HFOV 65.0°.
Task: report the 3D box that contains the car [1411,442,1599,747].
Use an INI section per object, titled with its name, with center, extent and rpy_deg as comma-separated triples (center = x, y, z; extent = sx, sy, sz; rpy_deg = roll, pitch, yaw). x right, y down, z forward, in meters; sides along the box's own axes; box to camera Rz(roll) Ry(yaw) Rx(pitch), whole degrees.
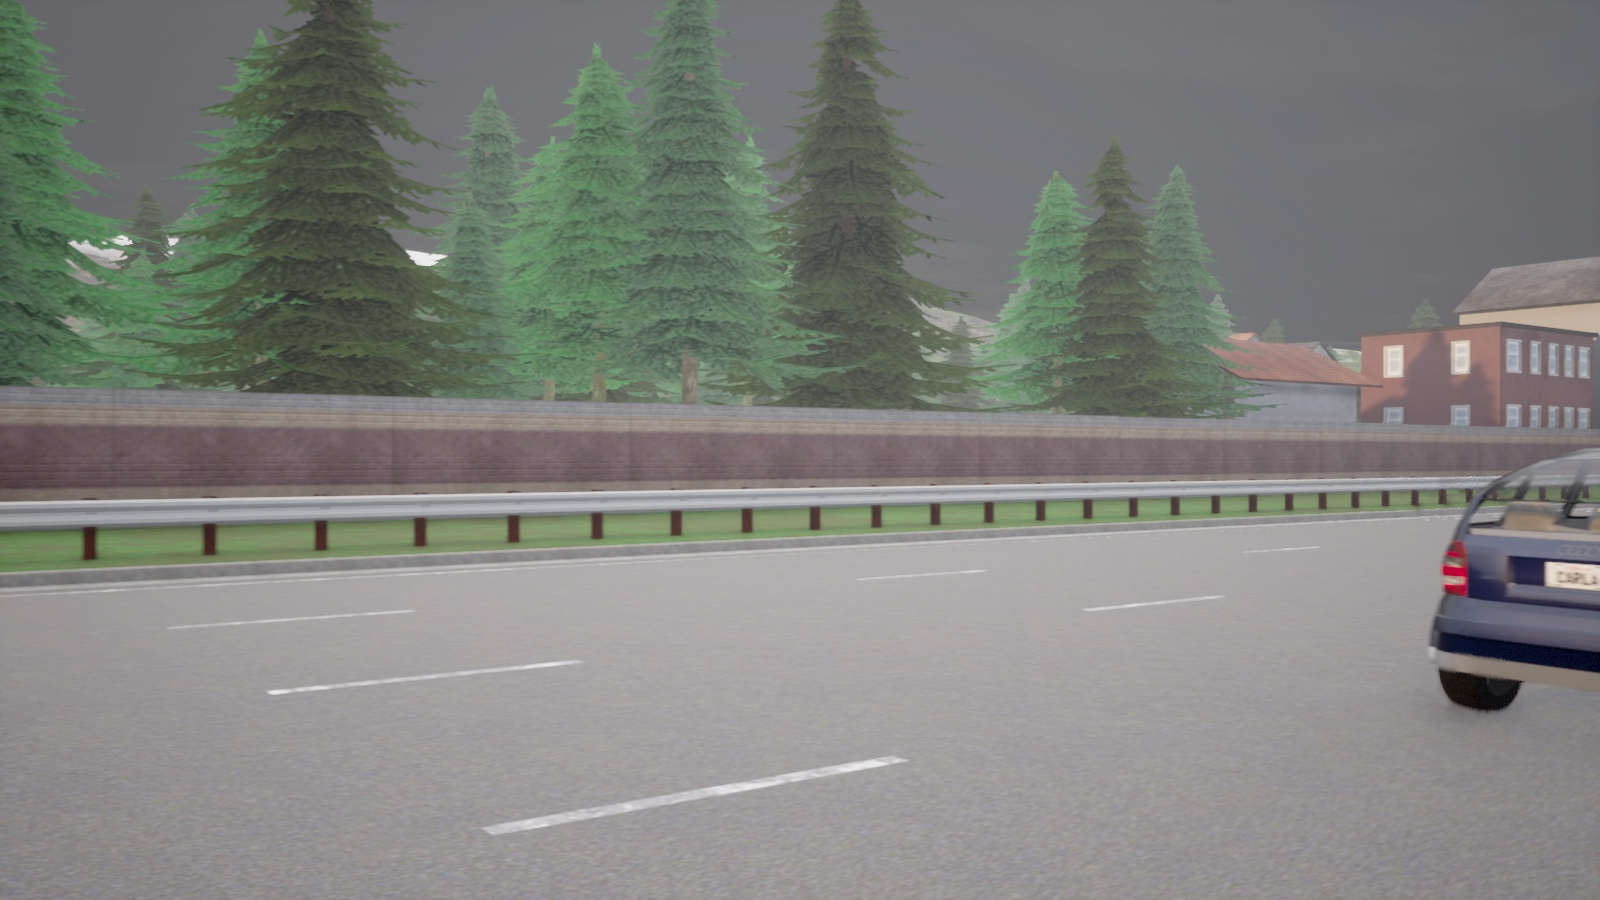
[car]
center = 5.531, 0.730, 7.508
extent = 3.705, 1.549, 1.789
rpy_deg = 0, 0, -35
